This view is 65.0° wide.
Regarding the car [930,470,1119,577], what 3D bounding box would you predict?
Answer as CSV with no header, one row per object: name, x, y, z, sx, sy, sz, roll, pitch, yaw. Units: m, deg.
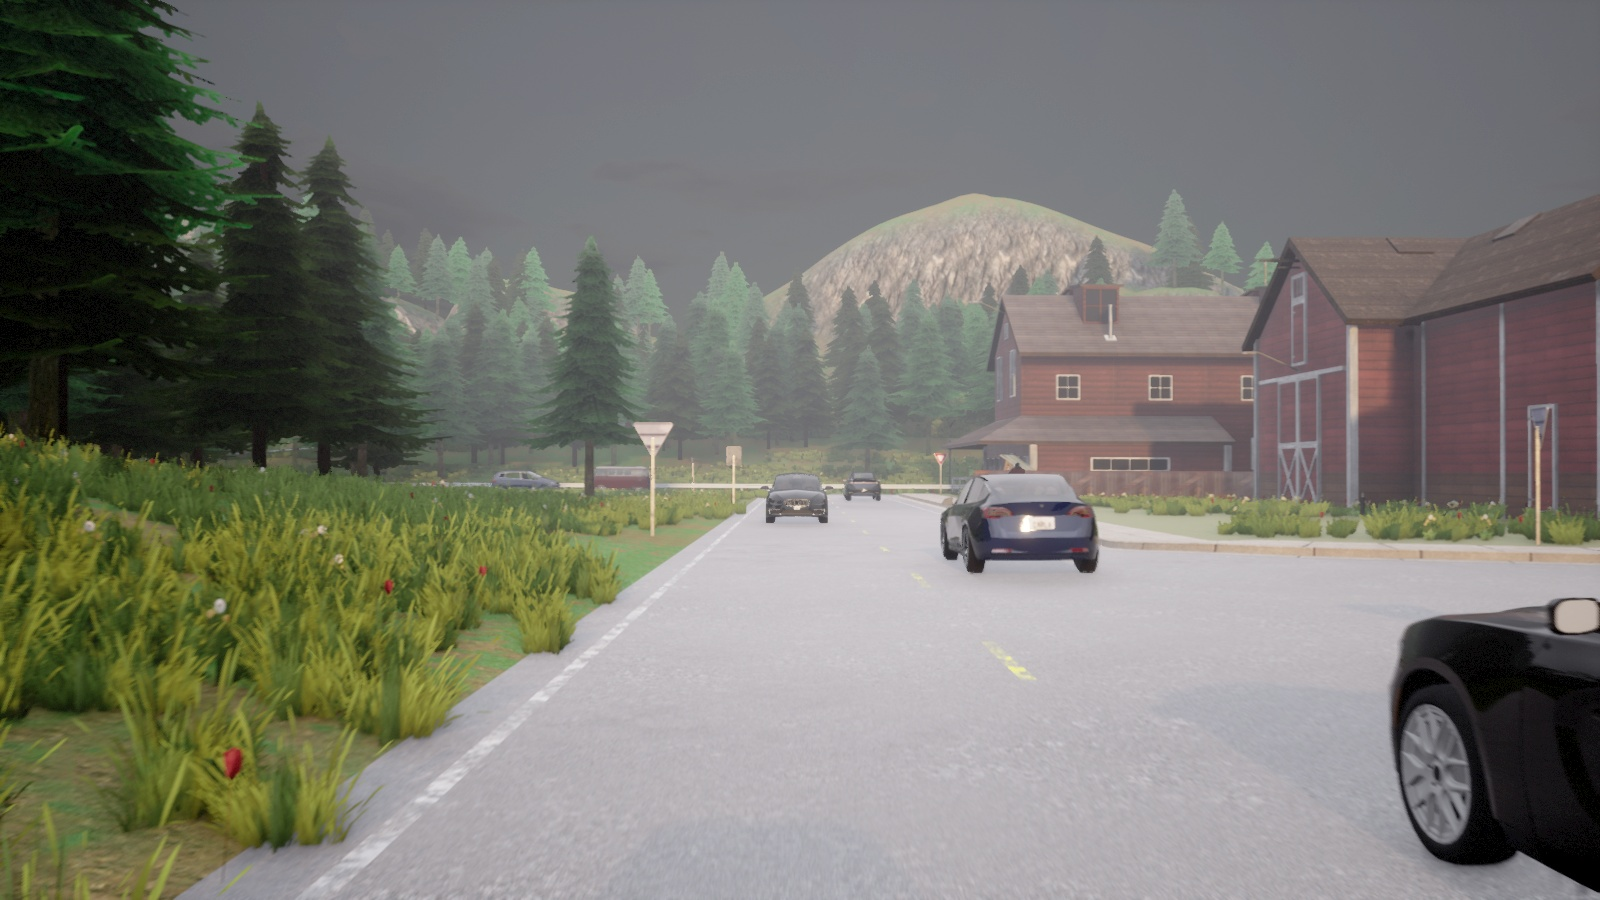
car,3.454,1.092,20.348,2.163,1.488,4.792,-1,-1,0

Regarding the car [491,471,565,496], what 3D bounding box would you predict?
car,-18.666,2.318,86.280,4.611,1.667,2.242,0,-1,0

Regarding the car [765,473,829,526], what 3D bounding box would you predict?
car,-0.082,1.465,38.528,1.837,1.490,4.892,0,-1,0

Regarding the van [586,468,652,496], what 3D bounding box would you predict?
van,-12.943,2.262,89.802,4.442,1.987,1.775,0,-1,0

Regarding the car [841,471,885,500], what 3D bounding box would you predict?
car,3.354,1.896,67.989,2.128,1.511,4.902,0,-1,0

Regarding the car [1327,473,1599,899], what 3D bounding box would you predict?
car,3.493,0.838,3.549,1.882,1.535,5.008,0,-1,0
